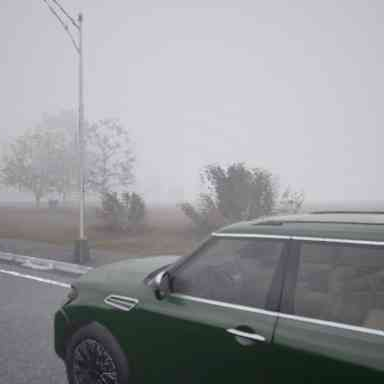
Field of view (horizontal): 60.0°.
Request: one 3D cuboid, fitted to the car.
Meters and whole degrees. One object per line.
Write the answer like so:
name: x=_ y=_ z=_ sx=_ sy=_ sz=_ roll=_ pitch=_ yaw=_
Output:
car: x=1.061 y=1.212 z=3.138 sx=5.566 sy=2.045 sz=2.150 roll=0 pitch=0 yaw=35
